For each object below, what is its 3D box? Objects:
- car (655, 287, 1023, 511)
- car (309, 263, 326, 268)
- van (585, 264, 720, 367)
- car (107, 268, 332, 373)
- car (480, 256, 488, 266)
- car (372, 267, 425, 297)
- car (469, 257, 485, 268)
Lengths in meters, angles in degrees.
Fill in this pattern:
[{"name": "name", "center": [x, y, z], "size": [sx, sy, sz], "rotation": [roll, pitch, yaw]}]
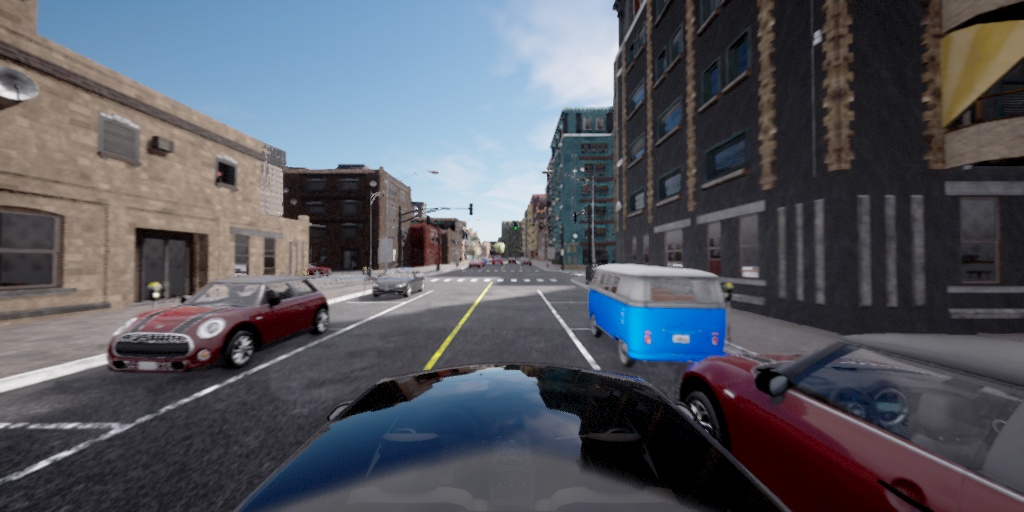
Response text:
[{"name": "car", "center": [2.692, 1.189, 2.170], "size": [1.967, 1.591, 4.097], "rotation": [0, 0, 0]}, {"name": "car", "center": [-19.288, 1.311, 33.650], "size": [4.507, 1.381, 1.888], "rotation": [0, 0, 1]}, {"name": "van", "center": [2.693, 1.081, 7.577], "size": [1.690, 1.789, 3.998], "rotation": [0, 0, 0]}, {"name": "car", "center": [-5.688, 1.180, 7.586], "size": [1.967, 1.591, 4.097], "rotation": [0, 0, 0]}, {"name": "car", "center": [-5.678, 1.194, 62.038], "size": [1.888, 1.381, 4.507], "rotation": [0, 0, 0]}, {"name": "car", "center": [-5.687, 1.274, 18.400], "size": [2.007, 1.370, 4.403], "rotation": [0, 0, 0]}, {"name": "car", "center": [-5.755, 1.204, 56.356], "size": [1.888, 1.381, 4.507], "rotation": [0, 0, 0]}]
